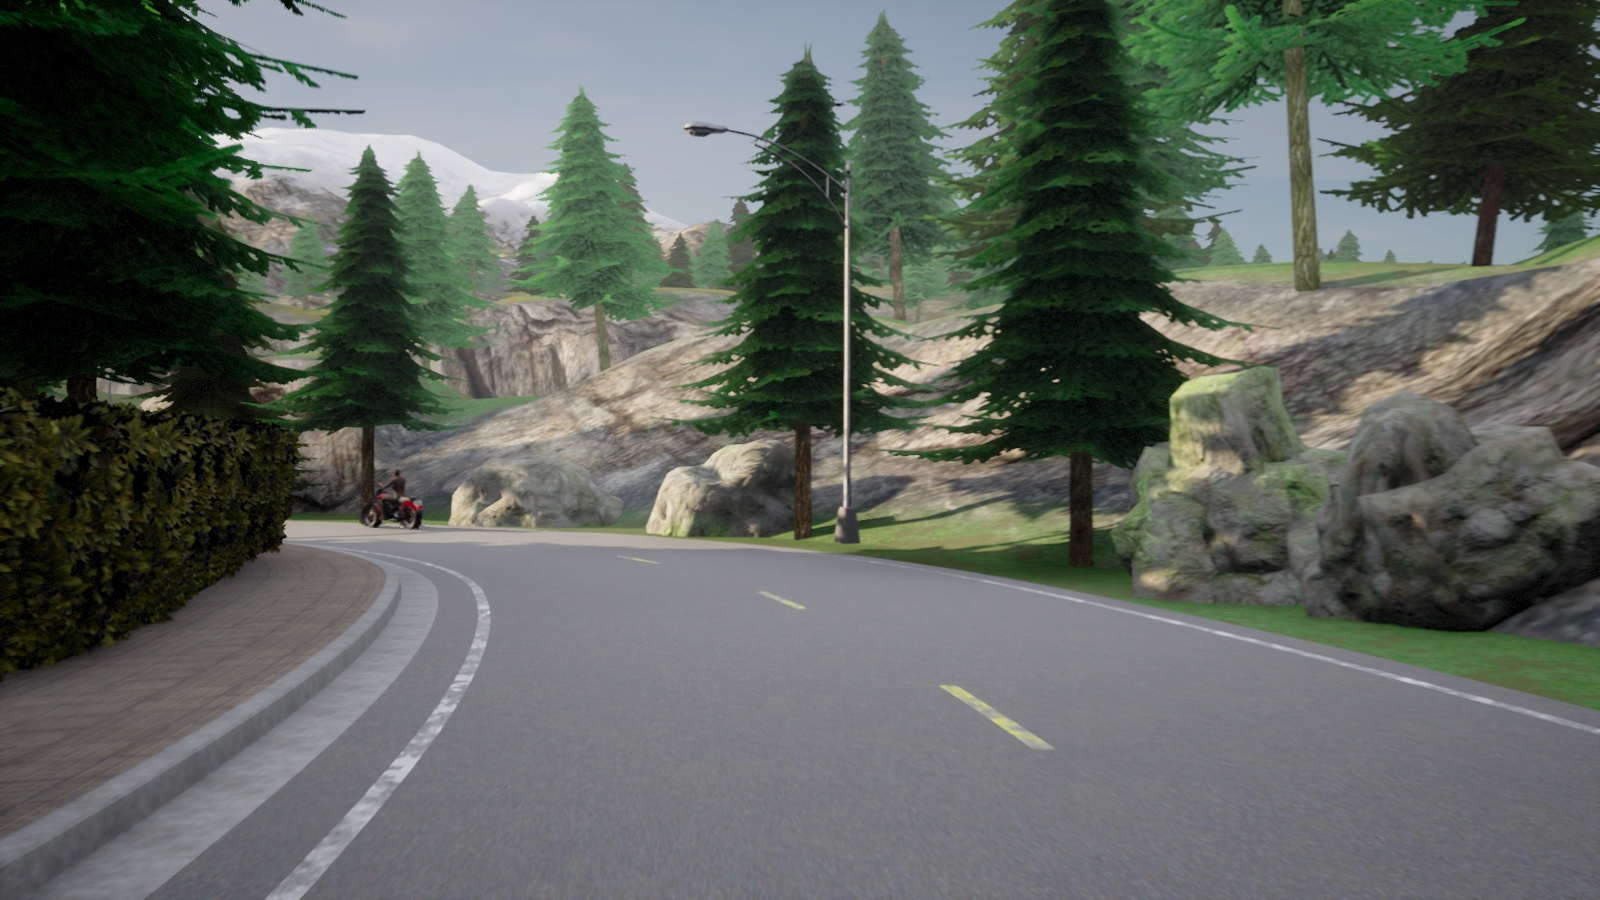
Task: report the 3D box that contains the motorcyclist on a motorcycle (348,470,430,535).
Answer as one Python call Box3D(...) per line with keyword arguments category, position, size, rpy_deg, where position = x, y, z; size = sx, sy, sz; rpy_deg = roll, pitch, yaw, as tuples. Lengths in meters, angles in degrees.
Box3D(category="motorcyclist on a motorcycle", position=(-10.857, 1.375, 33.159), size=(2.350, 1.649, 0.766), rpy_deg=(-1, -1, 34))
